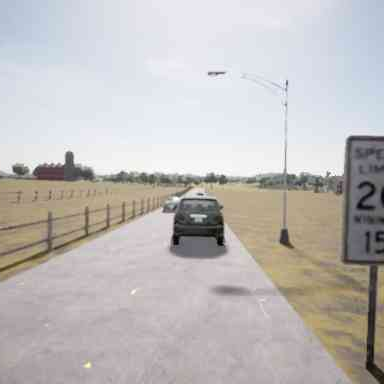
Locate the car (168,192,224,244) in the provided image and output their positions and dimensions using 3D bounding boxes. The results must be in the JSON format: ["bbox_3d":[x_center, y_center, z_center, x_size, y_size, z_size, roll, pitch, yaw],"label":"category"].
[{"bbox_3d":[0.314,1.180,15.692,2.150,2.045,5.566,1,0,1],"label":"car"}]

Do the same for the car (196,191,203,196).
[{"bbox_3d":[2.143,0.388,94.156,2.033,1.411,5.357,1,1,1],"label":"car"}]

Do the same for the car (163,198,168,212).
[{"bbox_3d":[-1.991,1.289,35.408,2.128,1.511,4.902,1,0,1],"label":"car"}]
